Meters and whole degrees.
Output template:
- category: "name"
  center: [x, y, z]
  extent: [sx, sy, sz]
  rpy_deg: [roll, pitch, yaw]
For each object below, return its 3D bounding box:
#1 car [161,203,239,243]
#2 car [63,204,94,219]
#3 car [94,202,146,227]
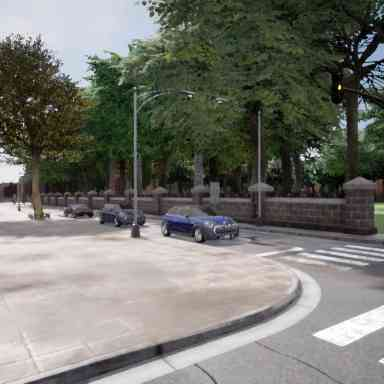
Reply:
- category: "car"
  center: [0.307, 1.478, 17.047]
  extent: [2.097, 1.767, 4.553]
  rpy_deg: [0, 0, -35]
- category: "car"
  center: [-11.567, 1.884, 33.688]
  extent: [2.033, 1.411, 5.357]
  rpy_deg: [0, -1, -35]
- category: "car"
  center: [-5.266, 1.570, 24.850]
  extent: [2.097, 1.767, 4.553]
  rpy_deg: [0, 0, -36]
